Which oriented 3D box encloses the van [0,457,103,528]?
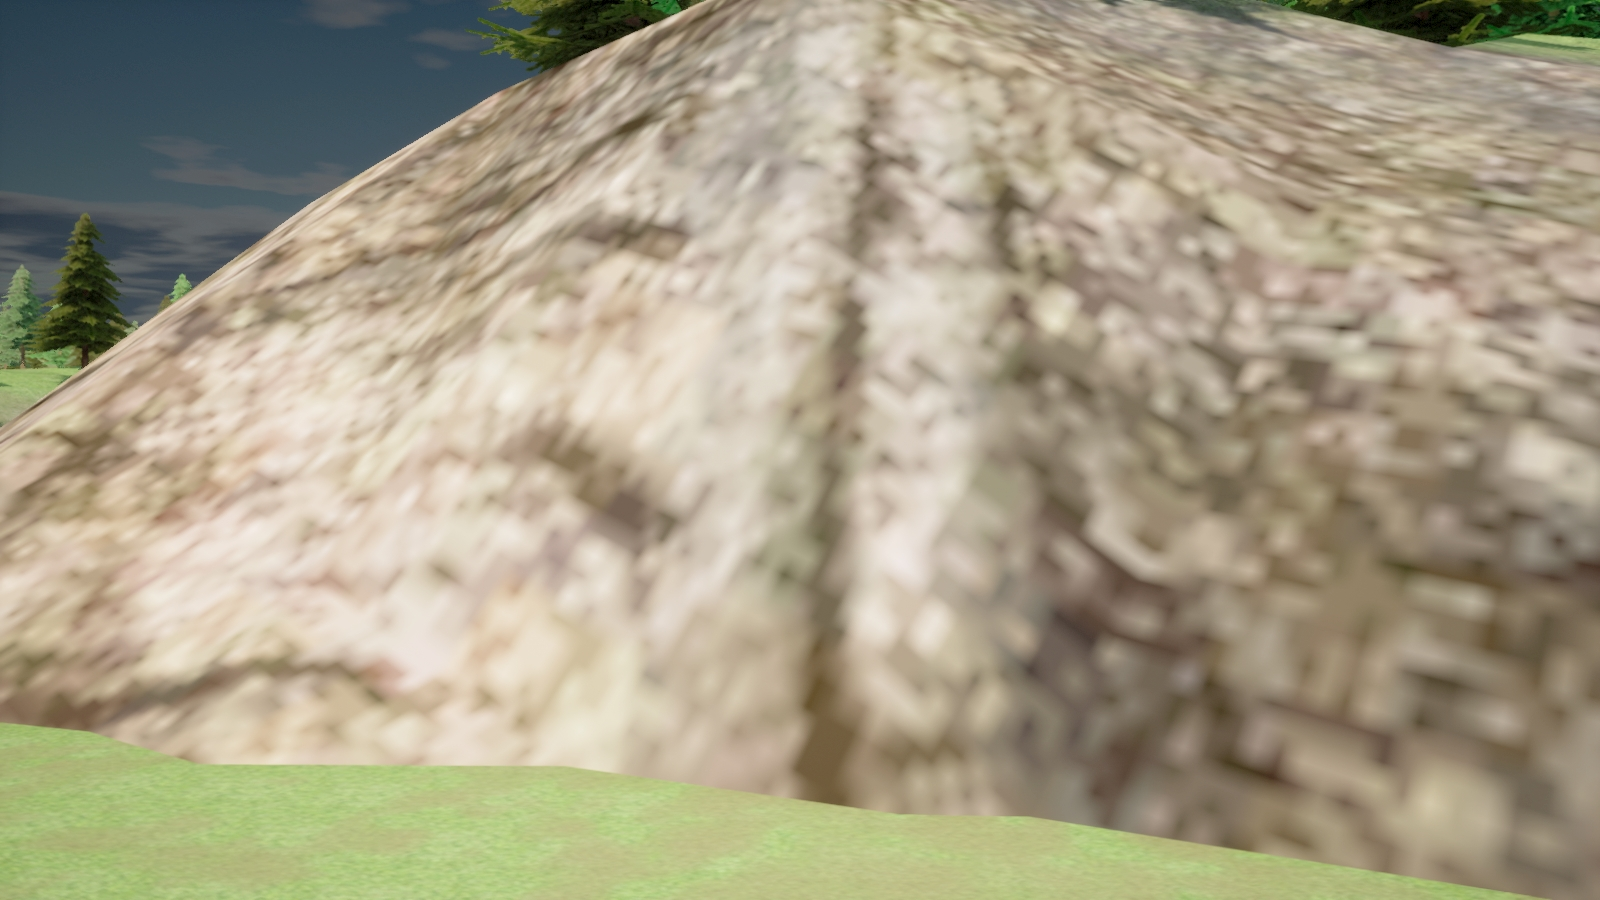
[{"bbox_3d":[-29.549,1.536,43.455,1.988,2.561,5.915,0,0,6],"label":"van"}]
